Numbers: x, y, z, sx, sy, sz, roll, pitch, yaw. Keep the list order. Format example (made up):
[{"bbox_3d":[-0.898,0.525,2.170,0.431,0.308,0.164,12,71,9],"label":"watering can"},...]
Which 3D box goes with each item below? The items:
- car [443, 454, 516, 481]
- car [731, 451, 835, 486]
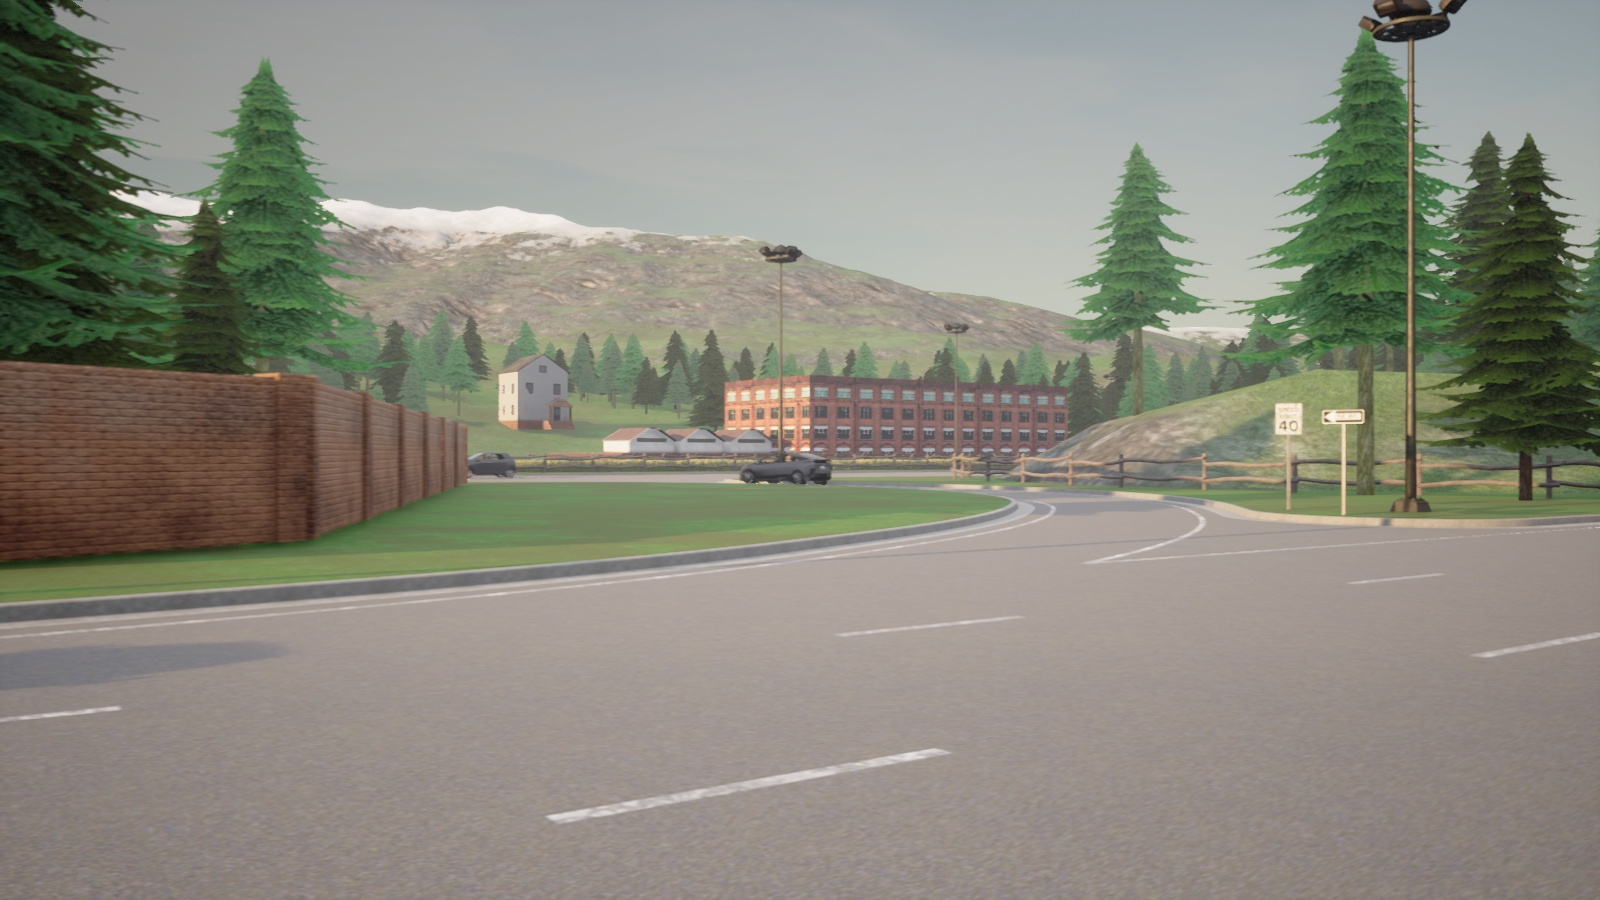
[{"bbox_3d":[-18.244,0.973,71.552,3.633,1.501,1.845,0,0,-35],"label":"car"},{"bbox_3d":[-0.798,0.833,57.248,4.514,1.525,2.007,0,0,38],"label":"car"}]
